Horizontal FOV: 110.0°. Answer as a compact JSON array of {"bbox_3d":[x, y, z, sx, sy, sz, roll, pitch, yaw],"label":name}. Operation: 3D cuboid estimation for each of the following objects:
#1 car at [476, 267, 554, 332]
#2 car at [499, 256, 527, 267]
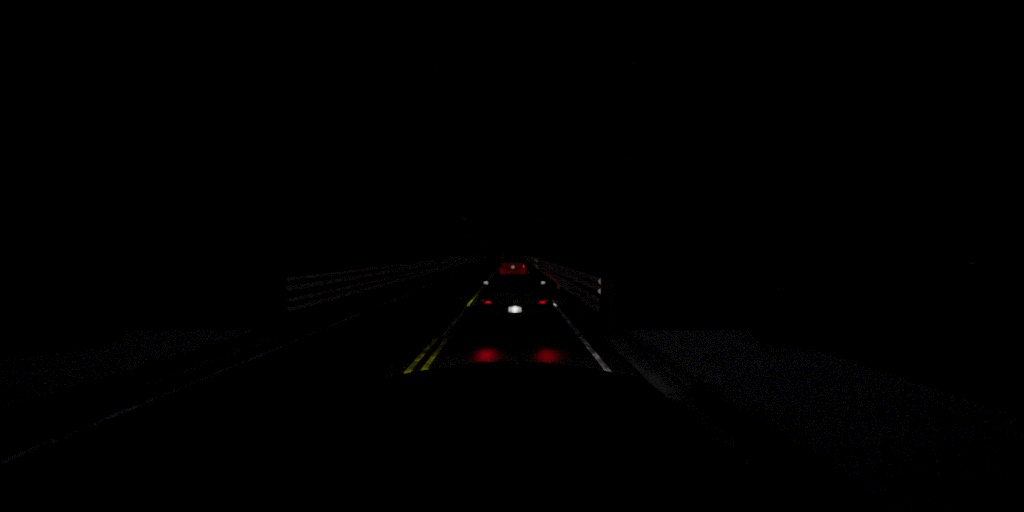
[{"bbox_3d":[0.073,1.194,10.409,1.994,1.385,4.181,0,1,0],"label":"car"},{"bbox_3d":[0.061,0.748,27.355,2.097,1.767,4.553,0,1,0],"label":"car"}]
